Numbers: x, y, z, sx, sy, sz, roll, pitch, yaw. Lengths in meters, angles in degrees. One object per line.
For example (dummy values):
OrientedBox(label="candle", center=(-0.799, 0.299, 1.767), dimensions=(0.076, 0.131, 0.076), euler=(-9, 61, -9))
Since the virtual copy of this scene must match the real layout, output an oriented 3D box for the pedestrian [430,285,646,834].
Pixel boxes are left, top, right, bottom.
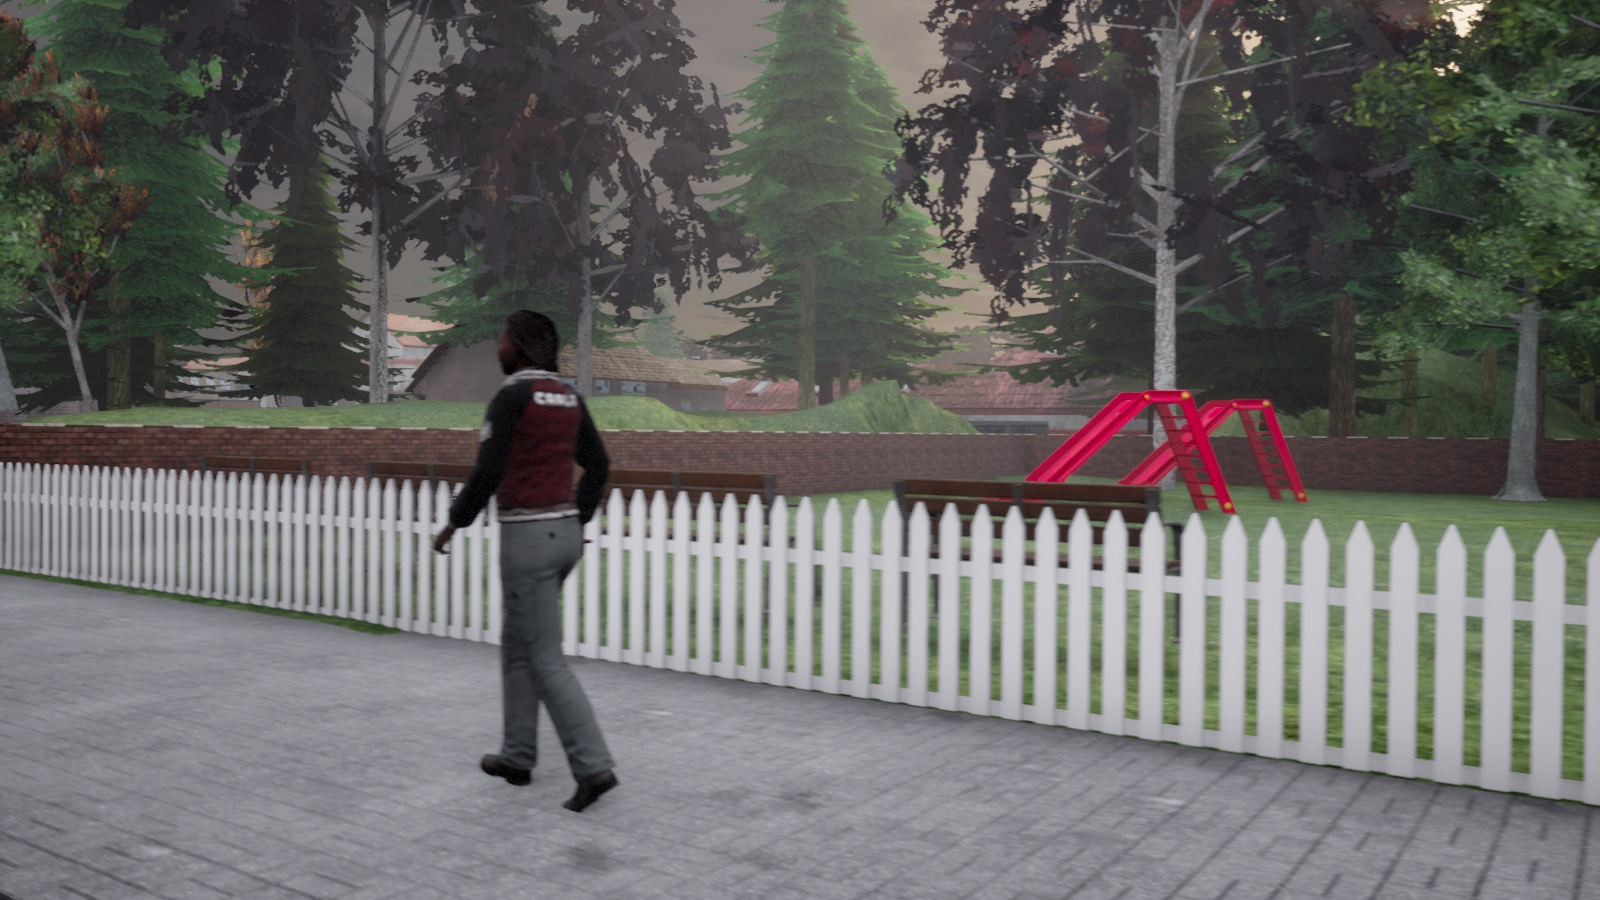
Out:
OrientedBox(label="pedestrian", center=(-0.980, 0.385, 4.728), dimensions=(0.666, 1.930, 0.402), euler=(0, 1, 24))
